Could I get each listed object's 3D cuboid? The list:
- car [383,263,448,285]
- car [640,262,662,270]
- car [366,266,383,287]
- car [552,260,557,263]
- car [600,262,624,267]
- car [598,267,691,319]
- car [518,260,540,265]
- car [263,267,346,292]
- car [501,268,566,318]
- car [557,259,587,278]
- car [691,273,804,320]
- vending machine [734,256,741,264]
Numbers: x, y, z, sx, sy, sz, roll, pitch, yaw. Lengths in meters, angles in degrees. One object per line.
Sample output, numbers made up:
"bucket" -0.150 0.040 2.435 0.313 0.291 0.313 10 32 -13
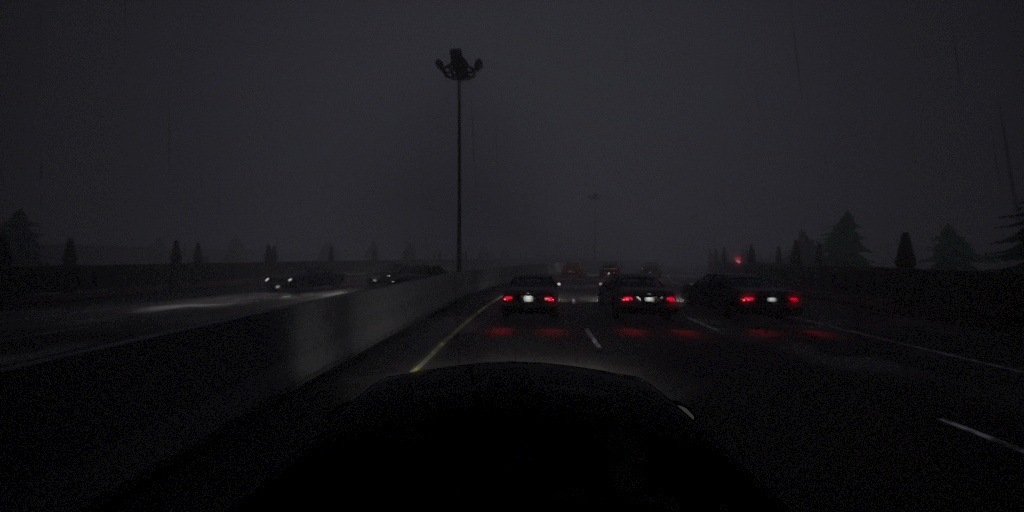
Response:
"car" -5.228 1.265 20.947 1.837 1.490 4.892 0 0 11
"car" 13.455 1.307 34.720 1.812 1.442 4.674 0 0 21
"car" -8.025 1.252 24.721 2.128 1.511 4.902 0 0 12
"car" 8.327 1.343 62.266 2.033 1.411 5.357 0 0 35
"car" 9.313 1.283 33.673 1.837 1.490 4.892 0 0 20
"car" 4.281 1.308 12.895 2.033 1.411 5.357 0 0 7
"car" 2.819 1.392 60.227 1.895 1.301 4.718 0 0 32
"car" -12.255 1.356 21.522 1.895 1.301 4.718 0 0 11
"car" 0.772 1.306 12.991 2.033 1.411 5.357 0 0 7
"car" 6.198 1.254 35.316 1.882 1.535 5.008 0 0 20
"car" 7.790 1.310 12.813 2.033 1.411 5.357 0 0 7
"vending machine" 34.187 1.001 54.206 1.100 2.100 0.880 0 0 41
